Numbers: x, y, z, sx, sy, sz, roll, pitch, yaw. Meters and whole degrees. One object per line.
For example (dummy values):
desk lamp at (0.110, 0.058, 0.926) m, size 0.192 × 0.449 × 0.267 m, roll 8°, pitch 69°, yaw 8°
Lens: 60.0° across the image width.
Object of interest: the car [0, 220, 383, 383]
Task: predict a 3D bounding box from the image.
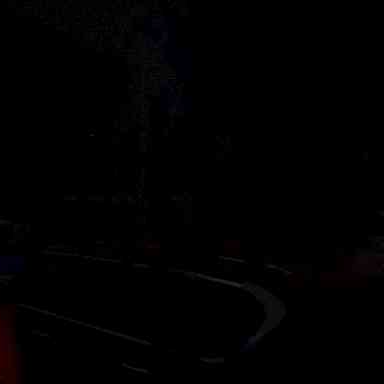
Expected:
car at (-0.564, 1.318, 3.361) m, size 5.009 × 1.841 × 2.192 m, roll 0°, pitch 0°, yaw 35°
